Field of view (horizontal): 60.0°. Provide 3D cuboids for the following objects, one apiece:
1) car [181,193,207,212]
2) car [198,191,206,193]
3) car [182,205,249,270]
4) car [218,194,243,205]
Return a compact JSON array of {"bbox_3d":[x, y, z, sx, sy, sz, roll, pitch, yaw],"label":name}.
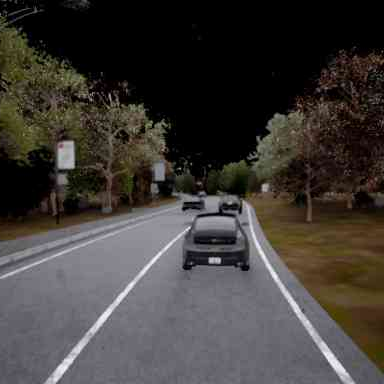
[{"bbox_3d":[0.254,1.179,33.420,2.033,1.411,5.357,0,1,9],"label":"car"},{"bbox_3d":[2.225,0.549,73.903,1.837,1.490,4.892,0,1,-4],"label":"car"},{"bbox_3d":[0.783,1.410,10.721,1.837,1.490,4.892,0,1,5],"label":"car"},{"bbox_3d":[3.626,0.978,31.011,2.097,1.767,4.553,0,1,9],"label":"car"}]
